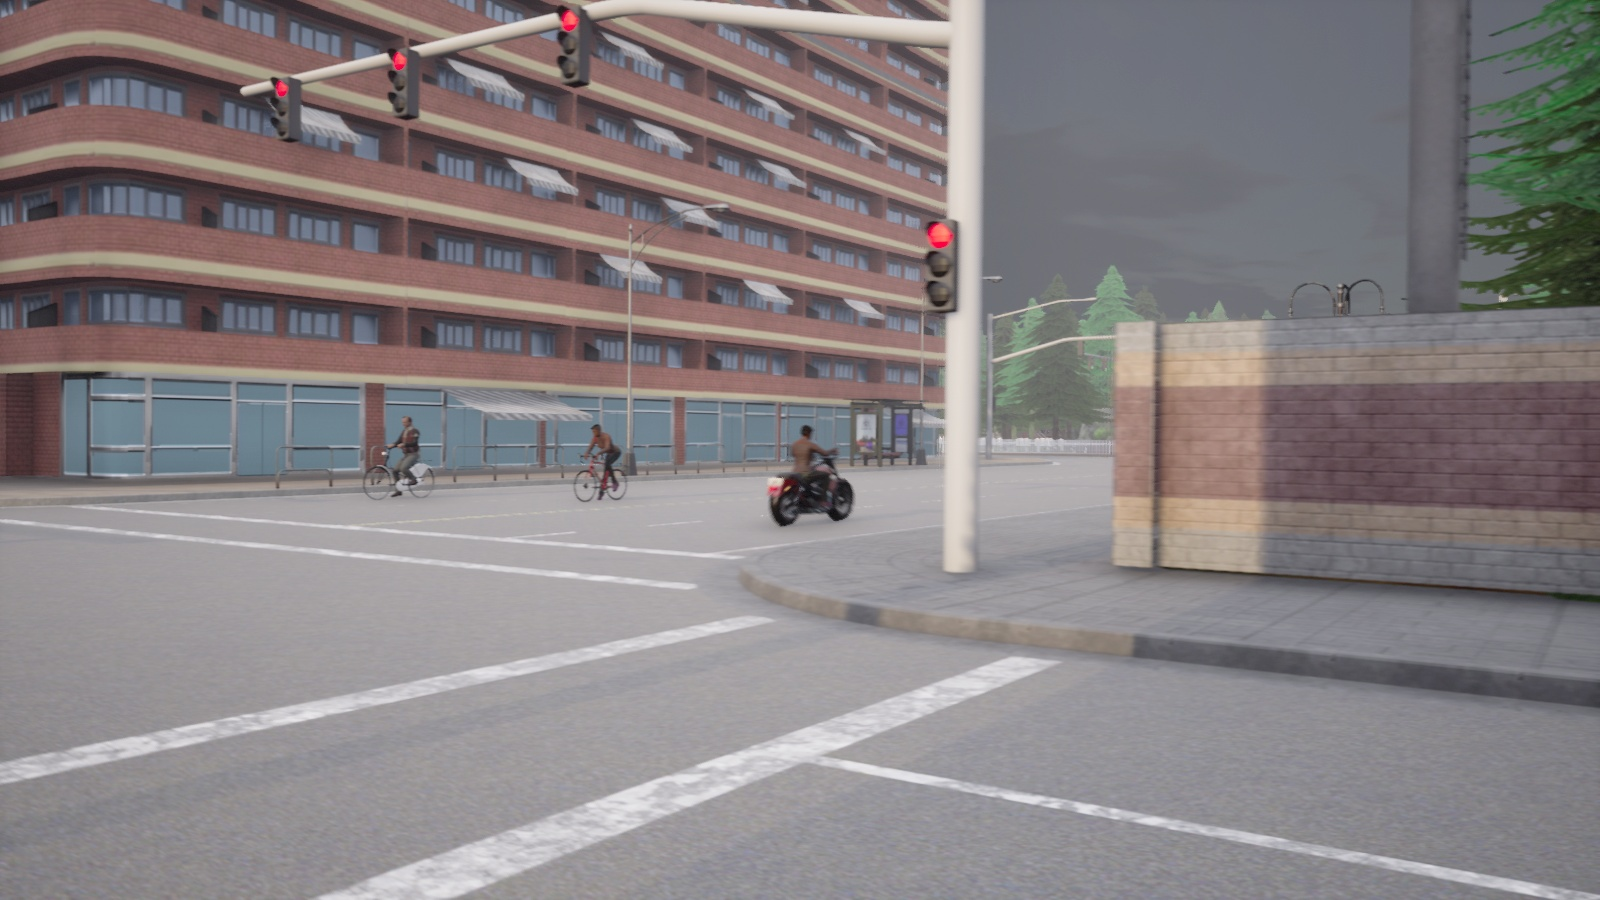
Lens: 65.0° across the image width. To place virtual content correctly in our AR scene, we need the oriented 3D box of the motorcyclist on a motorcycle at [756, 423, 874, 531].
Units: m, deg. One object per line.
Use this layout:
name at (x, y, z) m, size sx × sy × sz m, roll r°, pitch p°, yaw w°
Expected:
motorcyclist on a motorcycle at (0.277, 0.401, 20.378) m, size 0.766 × 1.649 × 2.350 m, roll 0°, pitch 1°, yaw 33°

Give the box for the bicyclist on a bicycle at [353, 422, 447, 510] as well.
bicyclist on a bicycle at (-8.364, 0.318, 26.319) m, size 0.659 × 1.776 × 1.843 m, roll 0°, pitch 1°, yaw 33°

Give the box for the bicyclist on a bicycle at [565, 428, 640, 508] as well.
bicyclist on a bicycle at (-4.136, 0.361, 26.384) m, size 0.582 × 1.620 × 1.656 m, roll 0°, pitch 1°, yaw 33°
